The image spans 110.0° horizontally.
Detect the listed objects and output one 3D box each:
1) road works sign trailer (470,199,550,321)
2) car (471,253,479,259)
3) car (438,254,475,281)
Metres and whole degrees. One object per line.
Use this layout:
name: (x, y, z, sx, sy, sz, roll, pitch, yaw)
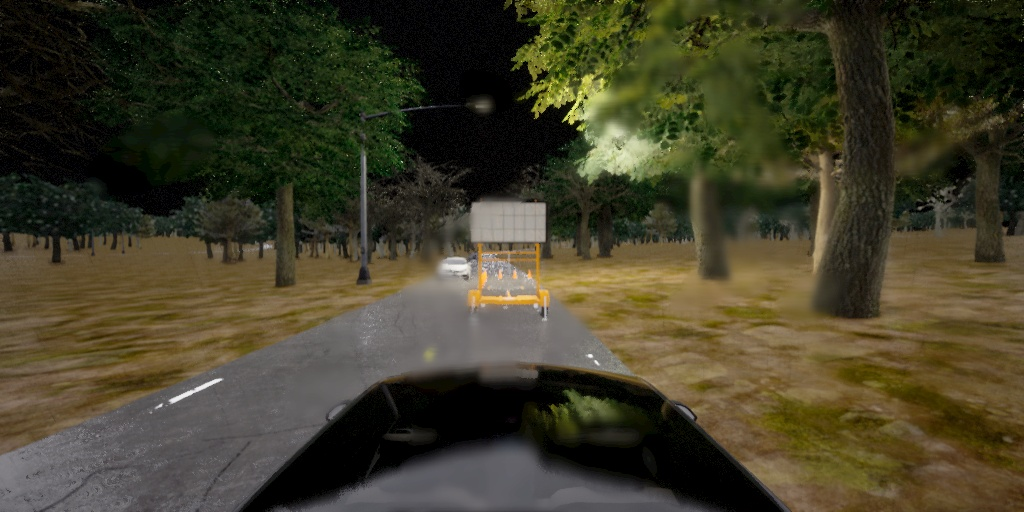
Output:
road works sign trailer: (-0.097, 0.005, 11.461, 2.380, 3.560, 2.880, 0, 0, -2)
car: (-6.794, 0.110, 65.102, 1.994, 1.385, 4.181, 0, 1, -4)
car: (-3.686, 0.812, 23.721, 1.812, 1.442, 4.674, 0, 1, -3)
